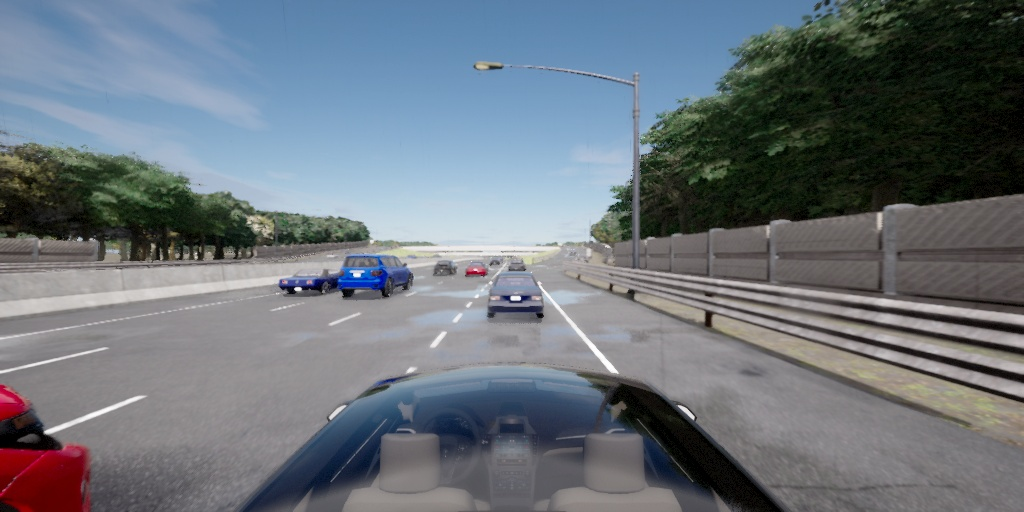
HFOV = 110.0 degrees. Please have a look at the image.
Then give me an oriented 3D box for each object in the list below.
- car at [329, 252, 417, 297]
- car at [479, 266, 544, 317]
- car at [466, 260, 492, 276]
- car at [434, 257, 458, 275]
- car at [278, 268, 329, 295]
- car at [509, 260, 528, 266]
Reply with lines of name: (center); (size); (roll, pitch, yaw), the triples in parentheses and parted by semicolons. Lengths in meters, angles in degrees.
car: (-6.863, 0.937, 18.582); (2.150, 2.045, 5.566); (0, 0, 0)
car: (0.118, 1.276, 13.002); (2.033, 1.411, 5.357); (0, 0, 0)
car: (-3.376, 1.245, 35.233); (1.994, 1.385, 4.181); (0, 0, 0)
car: (-6.765, 1.181, 36.975); (1.837, 1.490, 4.892); (0, 0, 0)
car: (-10.360, 1.314, 19.602); (1.895, 1.301, 4.718); (0, 0, 0)
car: (0.667, 1.160, 40.863); (2.128, 1.511, 4.902); (0, 0, 5)
